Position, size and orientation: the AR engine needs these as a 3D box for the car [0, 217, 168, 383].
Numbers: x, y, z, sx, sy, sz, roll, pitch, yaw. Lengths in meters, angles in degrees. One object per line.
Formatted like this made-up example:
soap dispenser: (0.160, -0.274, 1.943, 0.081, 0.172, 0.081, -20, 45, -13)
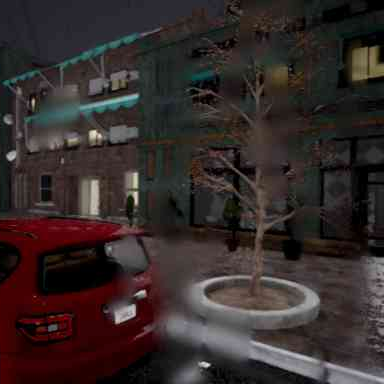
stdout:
car: (-2.613, 1.295, 4.731, 5.009, 1.841, 2.192, 0, 1, 36)
